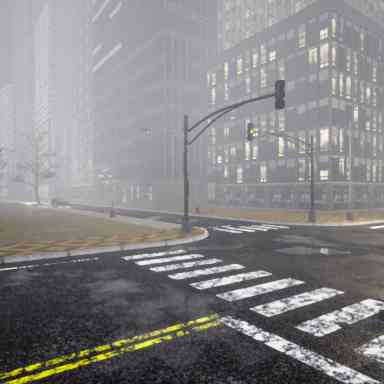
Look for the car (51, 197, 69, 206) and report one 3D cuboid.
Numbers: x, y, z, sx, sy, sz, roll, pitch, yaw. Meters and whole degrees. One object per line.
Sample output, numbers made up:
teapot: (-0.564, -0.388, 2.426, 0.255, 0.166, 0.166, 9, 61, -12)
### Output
car: (-21.611, 1.553, 54.287, 2.033, 1.411, 5.357, 0, 0, -35)
